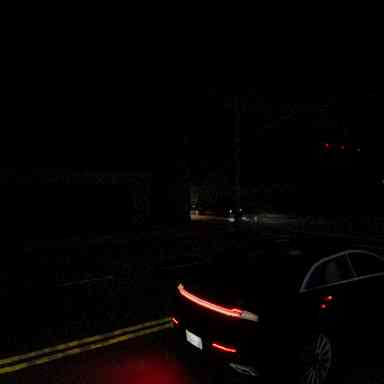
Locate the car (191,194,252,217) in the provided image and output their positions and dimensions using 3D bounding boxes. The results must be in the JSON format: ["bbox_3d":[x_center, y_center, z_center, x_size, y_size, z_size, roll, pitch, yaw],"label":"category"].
[{"bbox_3d":[2.578,1.222,31.302,2.150,2.045,5.566,0,0,-36],"label":"car"}]

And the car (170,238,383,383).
[{"bbox_3d":[1.998,1.492,5.255,4.902,1.511,2.128,0,0,-35],"label":"car"}]

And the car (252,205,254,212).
[{"bbox_3d":[4.295,1.478,34.845,1.882,1.535,5.008,0,0,-37],"label":"car"}]

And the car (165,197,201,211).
[{"bbox_3d":[-1.243,1.492,42.265,2.128,1.511,4.902,0,0,-37],"label":"car"}]
